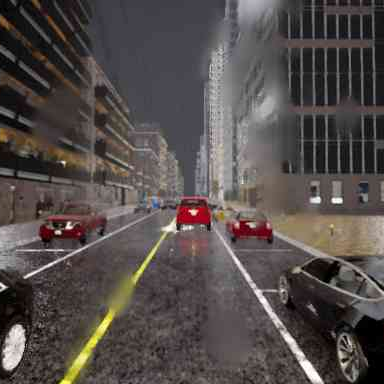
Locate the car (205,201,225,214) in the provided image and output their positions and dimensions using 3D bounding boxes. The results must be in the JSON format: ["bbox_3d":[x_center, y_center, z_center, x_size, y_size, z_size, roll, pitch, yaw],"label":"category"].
[{"bbox_3d":[2.668,1.779,39.295,2.008,1.369,4.403,1,0,0],"label":"car"}]

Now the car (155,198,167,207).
[{"bbox_3d":[-5.681,1.886,62.040,1.752,1.417,4.829,1,0,0],"label":"car"}]

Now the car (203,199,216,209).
[{"bbox_3d":[2.667,1.820,50.861,1.752,1.417,4.829,1,0,0],"label":"car"}]

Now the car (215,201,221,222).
[{"bbox_3d":[2.670,1.689,28.070,1.752,1.417,4.829,1,0,0],"label":"car"}]

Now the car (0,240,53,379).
[{"bbox_3d":[-3.102,1.522,2.738,1.837,1.490,4.892,0,0,0],"label":"car"}]

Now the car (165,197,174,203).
[{"bbox_3d":[-5.684,2.024,84.830,1.752,1.417,4.829,1,0,0],"label":"car"}]

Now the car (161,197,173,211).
[{"bbox_3d":[-3.090,1.742,45.494,1.882,1.535,5.008,0,0,0],"label":"car"}]

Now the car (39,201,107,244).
[{"bbox_3d":[-5.672,1.413,16.631,2.192,1.841,5.009,1,0,0],"label":"car"}]

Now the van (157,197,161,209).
[{"bbox_3d":[-5.675,1.603,45.119,1.690,1.788,3.998,1,0,0],"label":"van"}]

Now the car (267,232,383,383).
[{"bbox_3d":[2.671,1.597,5.109,1.947,1.339,4.313,1,0,0],"label":"car"}]

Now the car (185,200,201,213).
[{"bbox_3d":[0.096,1.744,41.184,1.837,1.490,4.892,0,0,0],"label":"car"}]

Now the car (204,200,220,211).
[{"bbox_3d":[2.667,1.806,44.993,1.887,1.381,4.507,1,0,0],"label":"car"}]

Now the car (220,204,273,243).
[{"bbox_3d":[2.673,1.537,16.505,1.967,1.590,4.097,1,0,0],"label":"car"}]

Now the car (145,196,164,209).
[{"bbox_3d":[-5.675,1.610,50.816,2.192,1.841,5.009,1,0,0],"label":"car"}]

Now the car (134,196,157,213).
[{"bbox_3d":[-5.677,1.669,39.420,1.967,1.590,4.097,1,0,0],"label":"car"}]

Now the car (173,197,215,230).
[{"bbox_3d":[0.098,1.352,22.243,2.150,2.045,5.566,0,0,0],"label":"car"}]

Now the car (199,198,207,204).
[{"bbox_3d":[2.662,2.046,79.178,1.802,1.307,4.206,1,0,0],"label":"car"}]

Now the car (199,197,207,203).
[{"bbox_3d":[2.663,2.043,84.877,1.887,1.381,4.507,1,0,0],"label":"car"}]

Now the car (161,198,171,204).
[{"bbox_3d":[-5.683,1.975,73.605,1.887,1.381,4.507,1,0,0],"label":"car"}]
